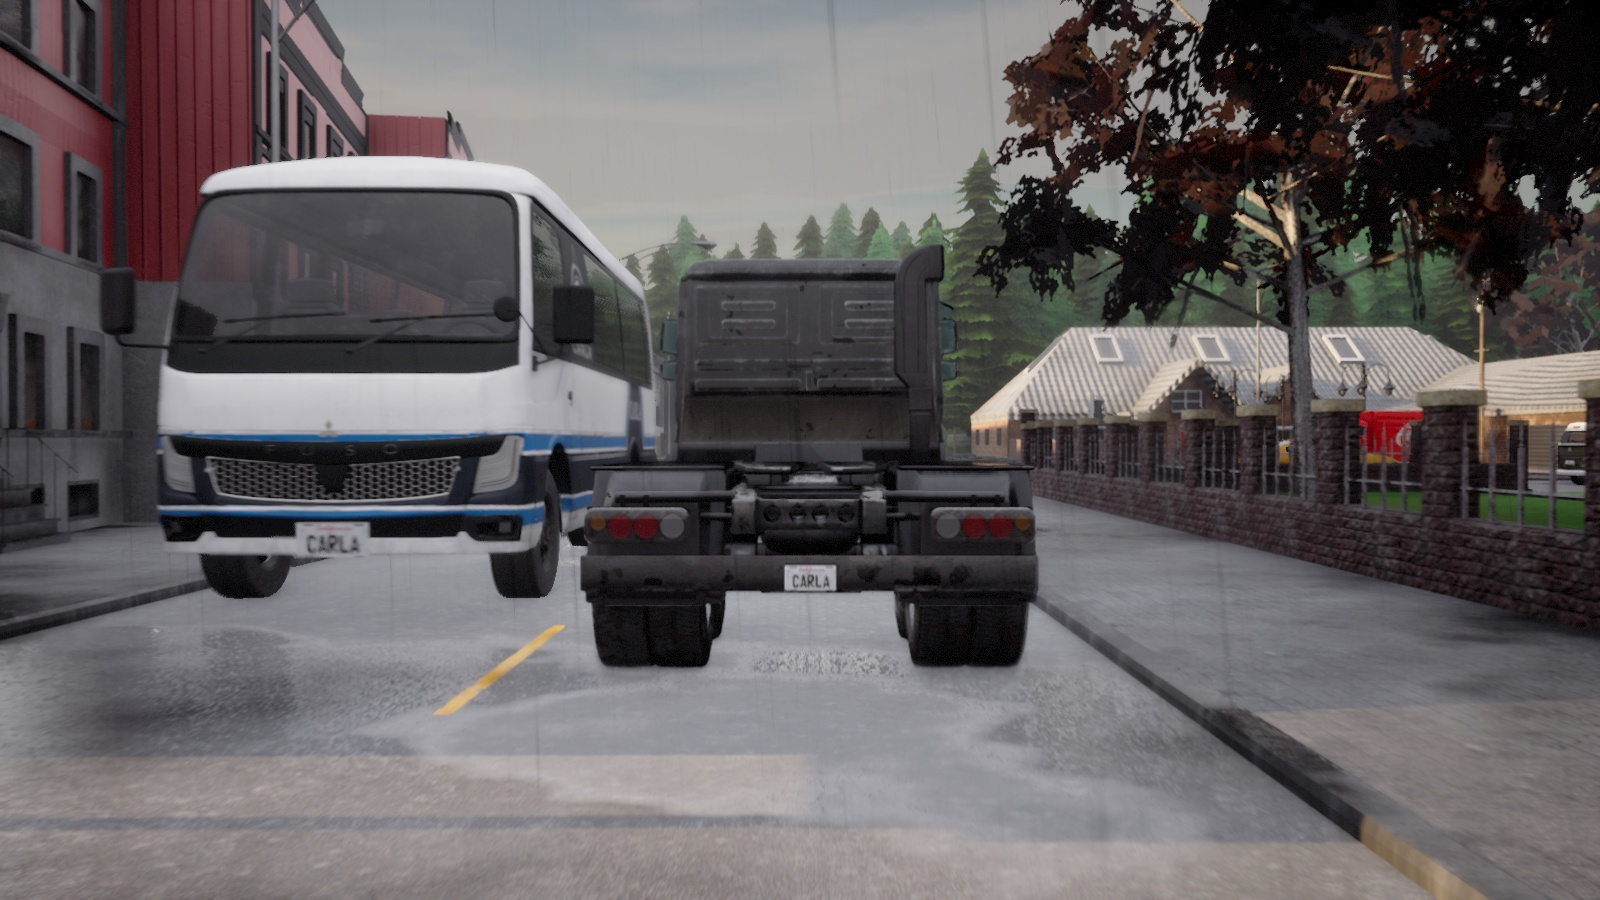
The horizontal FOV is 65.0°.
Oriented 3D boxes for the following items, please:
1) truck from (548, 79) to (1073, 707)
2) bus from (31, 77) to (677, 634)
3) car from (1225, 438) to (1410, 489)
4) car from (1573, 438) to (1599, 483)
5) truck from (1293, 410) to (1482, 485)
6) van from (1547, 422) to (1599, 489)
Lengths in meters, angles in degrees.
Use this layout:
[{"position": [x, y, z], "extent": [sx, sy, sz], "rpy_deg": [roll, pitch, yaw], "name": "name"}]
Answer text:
[{"position": [0.081, -0.332, 10.898], "extent": [2.891, 3.462, 7.936], "rpy_deg": [0, 0, 0], "name": "truck"}, {"position": [-3.908, -0.762, 14.745], "extent": [3.944, 4.253, 10.273], "rpy_deg": [0, 0, 0], "name": "bus"}, {"position": [16.072, 0.397, 39.167], "extent": [5.008, 1.535, 1.882], "rpy_deg": [0, 0, -1], "name": "car"}, {"position": [29.555, 0.353, 42.947], "extent": [4.902, 1.511, 2.128], "rpy_deg": [0, 0, 3], "name": "car"}, {"position": [19.944, -0.097, 42.871], "extent": [5.204, 2.467, 2.627], "rpy_deg": [0, 0, 0], "name": "truck"}, {"position": [26.137, 0.151, 39.132], "extent": [4.480, 2.038, 2.069], "rpy_deg": [0, 0, -1], "name": "van"}]
